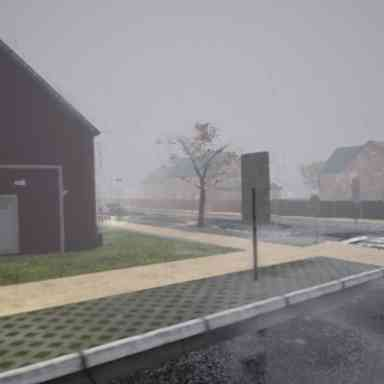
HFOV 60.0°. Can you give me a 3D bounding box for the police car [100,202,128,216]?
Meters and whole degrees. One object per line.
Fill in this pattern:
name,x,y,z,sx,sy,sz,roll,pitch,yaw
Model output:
police car,-9.656,2.104,41.034,2.038,1.542,4.974,-2,0,-36
